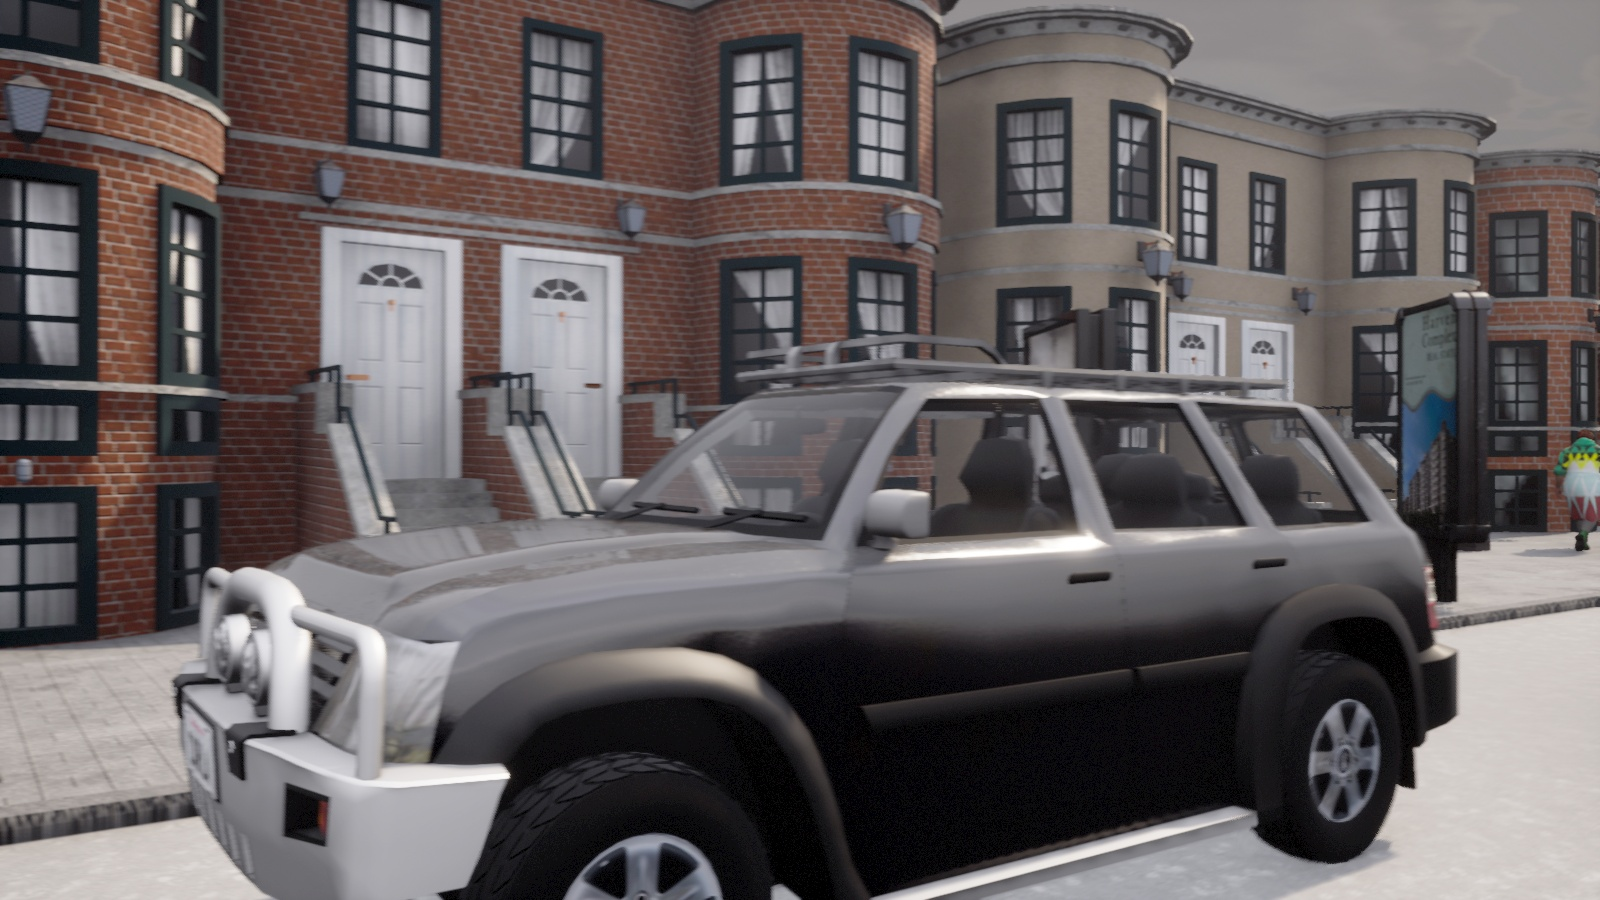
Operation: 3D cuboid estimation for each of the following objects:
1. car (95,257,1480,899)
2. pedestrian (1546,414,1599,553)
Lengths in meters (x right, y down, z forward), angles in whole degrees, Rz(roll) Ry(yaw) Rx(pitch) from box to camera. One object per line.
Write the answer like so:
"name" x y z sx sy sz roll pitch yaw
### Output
"car" 0.244 0.572 4.439 4.605 1.855 1.932 0 0 -35
"pedestrian" 11.331 0.475 18.182 0.873 1.952 0.659 0 0 -40
